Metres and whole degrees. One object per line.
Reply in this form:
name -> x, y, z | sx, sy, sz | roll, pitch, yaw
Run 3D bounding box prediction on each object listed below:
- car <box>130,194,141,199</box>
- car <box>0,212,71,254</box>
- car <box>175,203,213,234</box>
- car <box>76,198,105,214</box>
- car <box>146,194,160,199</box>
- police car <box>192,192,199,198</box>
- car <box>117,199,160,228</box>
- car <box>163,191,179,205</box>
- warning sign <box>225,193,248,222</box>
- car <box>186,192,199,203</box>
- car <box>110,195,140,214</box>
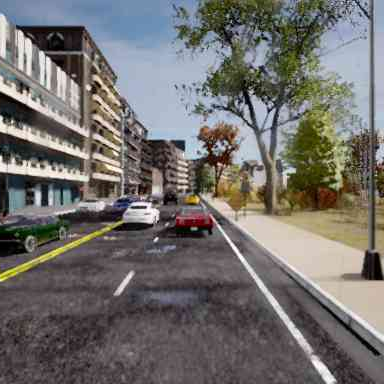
car -> -9.714, 1.127, 55.238 | 2.128, 1.511, 4.902 | 0, 0, 0
car -> -6.592, 1.511, 13.284 | 1.895, 1.301, 4.718 | 0, 0, 0
car -> 0.114, 1.477, 18.309 | 1.895, 1.301, 4.718 | 0, 0, 0
car -> -9.823, 1.307, 32.526 | 1.812, 1.442, 4.674 | 0, 0, 0
car -> -6.464, 1.127, 55.240 | 2.128, 1.511, 4.902 | 0, 0, 0
police car -> 1.040, 0.833, 91.526 | 1.930, 1.638, 5.238 | 0, 0, 0
car -> -3.149, 1.383, 21.036 | 1.812, 1.442, 4.674 | 0, 0, 0
car -> -3.214, 0.882, 51.099 | 2.150, 2.045, 5.566 | 0, 0, 0
warning sign -> 2.857, 0.971, 21.421 | 1.300, 1.860, 1.060 | -1, 0, 0
car -> 0.036, 1.138, 51.068 | 1.882, 1.535, 5.008 | 0, 0, 0
car -> -6.573, 1.308, 32.318 | 1.812, 1.442, 4.674 | 0, 0, 0
